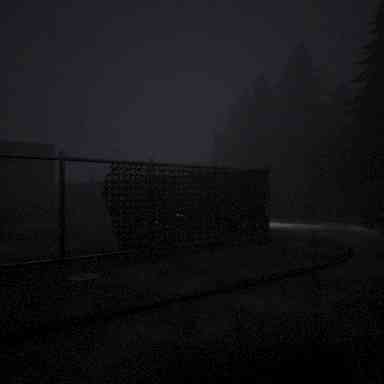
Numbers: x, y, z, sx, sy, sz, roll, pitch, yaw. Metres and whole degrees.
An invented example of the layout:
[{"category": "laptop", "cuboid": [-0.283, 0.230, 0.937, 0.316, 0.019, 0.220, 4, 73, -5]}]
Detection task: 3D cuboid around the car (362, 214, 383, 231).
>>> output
[{"category": "car", "cuboid": [12.288, 1.601, 18.750, 4.718, 1.301, 1.895, 0, 0, 38]}]
